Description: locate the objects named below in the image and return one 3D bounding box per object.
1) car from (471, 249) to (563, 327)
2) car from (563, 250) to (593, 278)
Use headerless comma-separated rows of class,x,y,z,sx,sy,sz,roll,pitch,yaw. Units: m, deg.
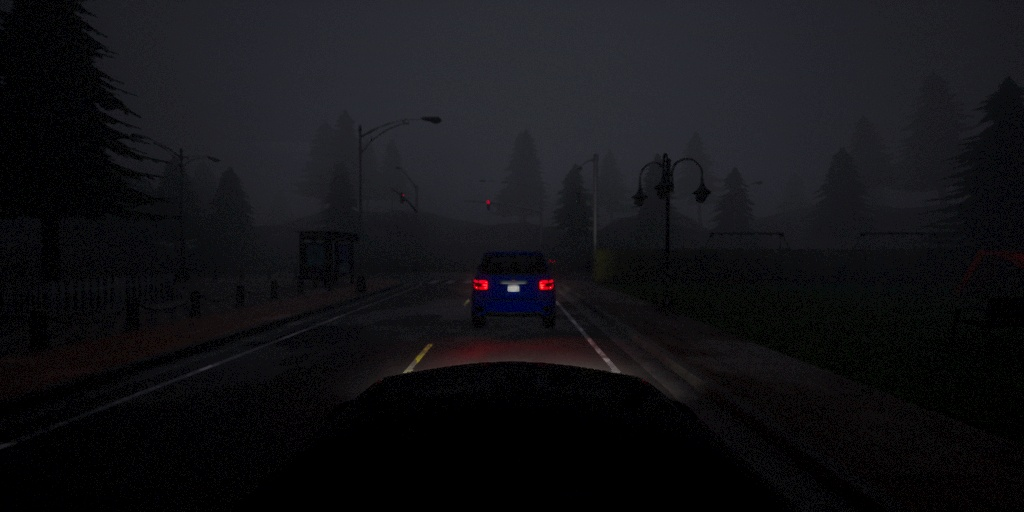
car,0.057,0.819,11.030,2.150,2.045,5.566,0,1,0
car,5.227,0.565,27.694,5.566,2.045,2.150,0,-1,-10
